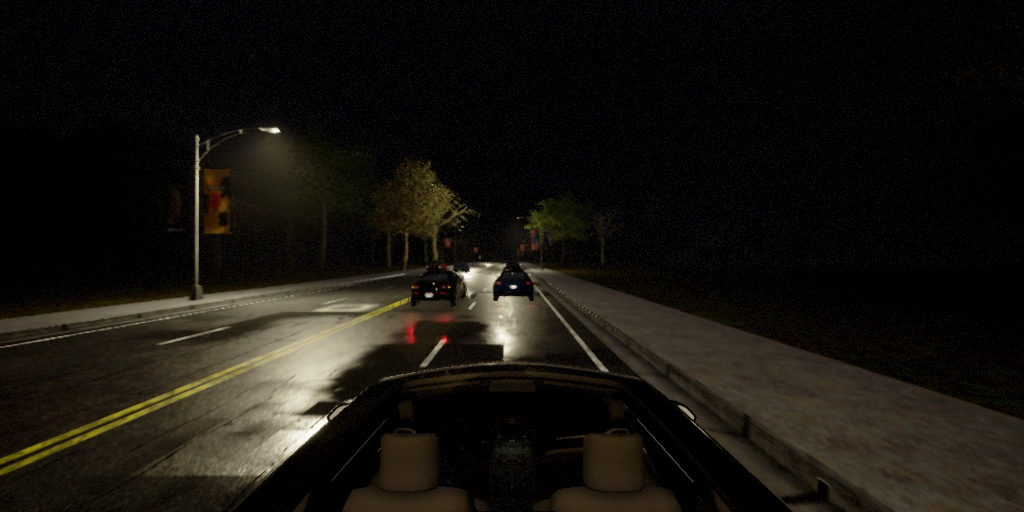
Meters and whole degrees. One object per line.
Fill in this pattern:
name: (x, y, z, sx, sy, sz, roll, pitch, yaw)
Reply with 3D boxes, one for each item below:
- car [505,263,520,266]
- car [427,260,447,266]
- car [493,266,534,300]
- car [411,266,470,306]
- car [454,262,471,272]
car: (0.038, 1.400, 36.261, 1.837, 1.490, 4.892, 0, 0, 0)
car: (-9.832, 1.317, 46.908, 2.097, 1.767, 4.553, 0, 0, 0)
car: (0.071, 1.382, 18.348, 1.994, 1.385, 4.181, 0, 0, 0)
car: (-3.186, 1.339, 16.034, 1.812, 1.442, 4.674, 0, 0, 0)
car: (-6.582, 1.489, 46.847, 1.812, 1.442, 4.674, 0, 0, 0)
